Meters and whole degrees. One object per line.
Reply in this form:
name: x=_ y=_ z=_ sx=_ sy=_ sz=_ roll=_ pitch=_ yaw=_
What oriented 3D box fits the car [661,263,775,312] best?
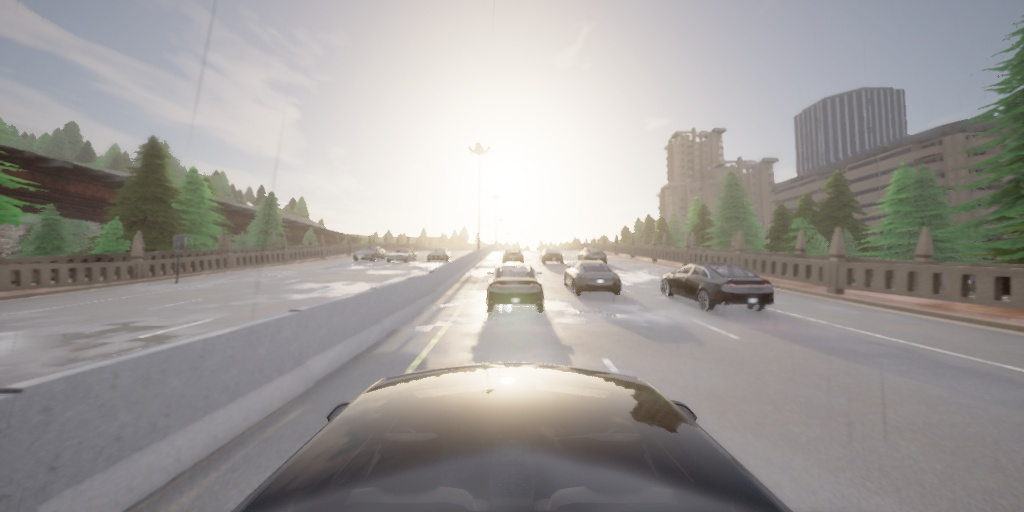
car: x=7.103 y=0.999 z=12.980 sx=2.128 sy=1.511 sz=4.902 roll=0 pitch=2 yaw=0

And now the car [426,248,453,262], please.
car: x=-7.083 y=-0.131 z=35.401 sx=1.994 sy=1.385 sz=4.181 roll=0 pitch=3 yaw=0

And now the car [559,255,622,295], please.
car: x=3.603 y=0.893 z=16.631 sx=1.994 sy=1.385 sz=4.181 roll=0 pitch=3 yaw=0

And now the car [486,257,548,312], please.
car: x=0.103 y=0.998 z=13.013 sx=2.128 sy=1.511 sz=4.902 roll=0 pitch=2 yaw=0

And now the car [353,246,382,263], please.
car: x=-14.082 y=-0.216 z=35.640 sx=2.128 sy=1.511 sz=4.902 roll=0 pitch=3 yaw=0

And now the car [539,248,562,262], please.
car: x=3.608 y=-0.040 z=33.029 sx=1.812 sy=1.442 sz=4.674 roll=0 pitch=3 yaw=0

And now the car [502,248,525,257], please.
car: x=0.107 y=-0.015 z=31.954 sx=2.128 sy=1.511 sz=4.902 roll=0 pitch=3 yaw=0

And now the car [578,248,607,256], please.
car: x=7.108 y=-0.016 z=31.968 sx=2.128 sy=1.511 sz=4.902 roll=0 pitch=3 yaw=0

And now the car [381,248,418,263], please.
car: x=-10.585 y=-0.051 z=34.616 sx=1.895 sy=1.301 sz=4.718 roll=0 pitch=3 yaw=0
